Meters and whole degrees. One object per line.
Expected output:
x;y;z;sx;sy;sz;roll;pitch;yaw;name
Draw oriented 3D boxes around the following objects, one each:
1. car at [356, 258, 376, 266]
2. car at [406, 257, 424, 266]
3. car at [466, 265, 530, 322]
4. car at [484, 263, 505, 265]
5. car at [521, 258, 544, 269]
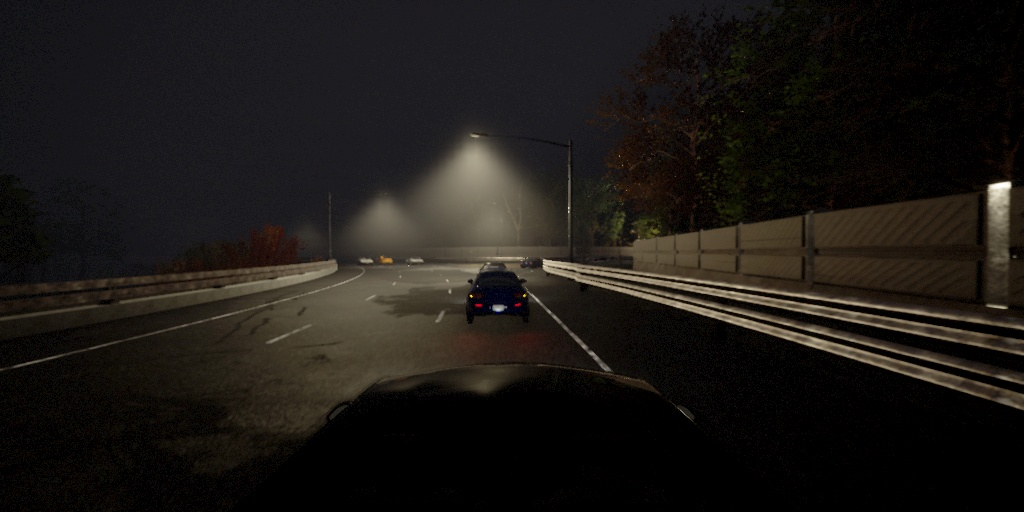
-24.123;0.900;58.497;1.895;1.301;4.718;-1;1;-33;car
-16.047;0.874;58.784;1.895;1.301;4.718;0;1;-30;car
-0.487;1.185;11.732;1.812;1.442;4.674;0;0;-3;car
-1.088;1.113;22.136;2.033;1.411;5.357;0;1;-3;car
2.859;0.892;44.842;2.033;1.411;5.357;0;1;27;car
